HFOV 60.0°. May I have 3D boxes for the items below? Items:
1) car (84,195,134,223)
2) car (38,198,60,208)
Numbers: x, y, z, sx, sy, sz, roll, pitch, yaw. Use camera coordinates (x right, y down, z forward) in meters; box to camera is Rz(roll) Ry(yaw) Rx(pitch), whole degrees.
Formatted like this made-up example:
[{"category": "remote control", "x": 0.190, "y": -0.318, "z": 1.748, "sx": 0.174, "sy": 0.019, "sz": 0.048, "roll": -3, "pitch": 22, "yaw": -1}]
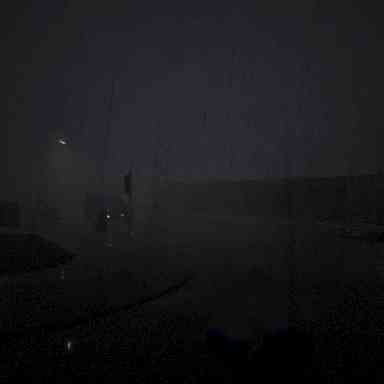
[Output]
[{"category": "car", "x": -6.380, "y": 1.220, "z": 25.048, "sx": 2.150, "sy": 2.045, "sz": 5.566, "roll": 0, "pitch": 0, "yaw": -36}, {"category": "car", "x": -17.743, "y": 1.490, "z": 41.023, "sx": 2.128, "sy": 1.511, "sz": 4.902, "roll": 0, "pitch": 0, "yaw": -35}]
